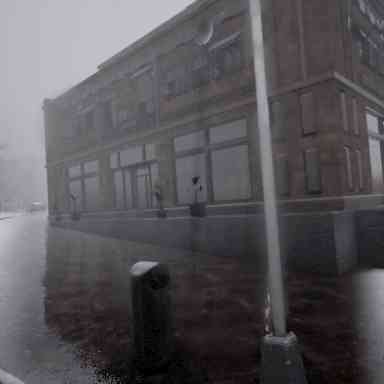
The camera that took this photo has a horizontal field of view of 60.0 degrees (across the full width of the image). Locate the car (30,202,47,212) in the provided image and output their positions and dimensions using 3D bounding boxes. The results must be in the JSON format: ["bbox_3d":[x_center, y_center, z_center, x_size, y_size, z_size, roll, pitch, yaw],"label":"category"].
[{"bbox_3d":[-23.196,2.239,50.361,1.812,1.442,4.674,-3,0,-18],"label":"car"}]
